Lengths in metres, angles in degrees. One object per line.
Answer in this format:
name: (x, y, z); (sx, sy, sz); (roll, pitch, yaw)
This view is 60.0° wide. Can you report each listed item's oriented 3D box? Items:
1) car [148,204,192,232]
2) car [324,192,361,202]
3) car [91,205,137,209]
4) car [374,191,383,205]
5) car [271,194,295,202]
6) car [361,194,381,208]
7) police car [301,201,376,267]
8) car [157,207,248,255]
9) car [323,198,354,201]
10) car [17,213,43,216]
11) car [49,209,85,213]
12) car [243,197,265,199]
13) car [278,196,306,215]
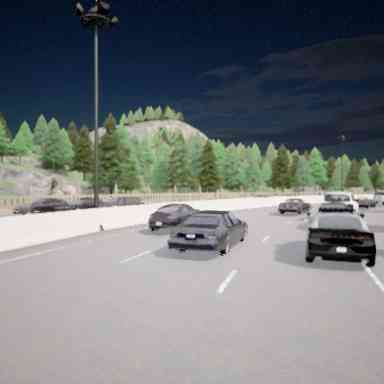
car: (-0.727, 1.371, 18.355); (1.812, 1.442, 4.674); (0, 0, 23)
car: (10.677, 1.040, 23.955); (2.150, 2.045, 5.566); (0, 1, 29)
car: (-5.494, 1.132, 25.252); (2.097, 1.767, 4.553); (0, 1, 26)
car: (27.618, 0.872, 47.174); (5.566, 2.045, 2.150); (0, 1, -41)
car: (16.510, 1.123, 60.438); (4.718, 1.301, 1.895); (0, 1, -42)
car: (20.648, 1.264, 39.911); (1.994, 1.385, 4.181); (1, 1, 43)
police car: (4.924, 1.337, 11.414); (1.930, 1.638, 5.238); (0, 1, 20)
car: (0.839, 1.439, 12.982); (2.033, 1.411, 5.357); (0, 1, 20)
car: (8.262, 1.357, 19.308); (1.837, 1.490, 4.892); (0, 1, 26)
car: (-12.235, 1.257, 27.336); (1.837, 1.490, 4.892); (0, 0, 25)
car: (-8.717, 1.241, 26.635); (1.882, 1.535, 5.008); (0, 0, 26)
car: (11.201, 1.116, 60.299); (4.718, 1.301, 1.895); (0, 1, -44)
car: (9.553, 1.307, 30.623); (2.033, 1.411, 5.357); (0, 1, 33)
